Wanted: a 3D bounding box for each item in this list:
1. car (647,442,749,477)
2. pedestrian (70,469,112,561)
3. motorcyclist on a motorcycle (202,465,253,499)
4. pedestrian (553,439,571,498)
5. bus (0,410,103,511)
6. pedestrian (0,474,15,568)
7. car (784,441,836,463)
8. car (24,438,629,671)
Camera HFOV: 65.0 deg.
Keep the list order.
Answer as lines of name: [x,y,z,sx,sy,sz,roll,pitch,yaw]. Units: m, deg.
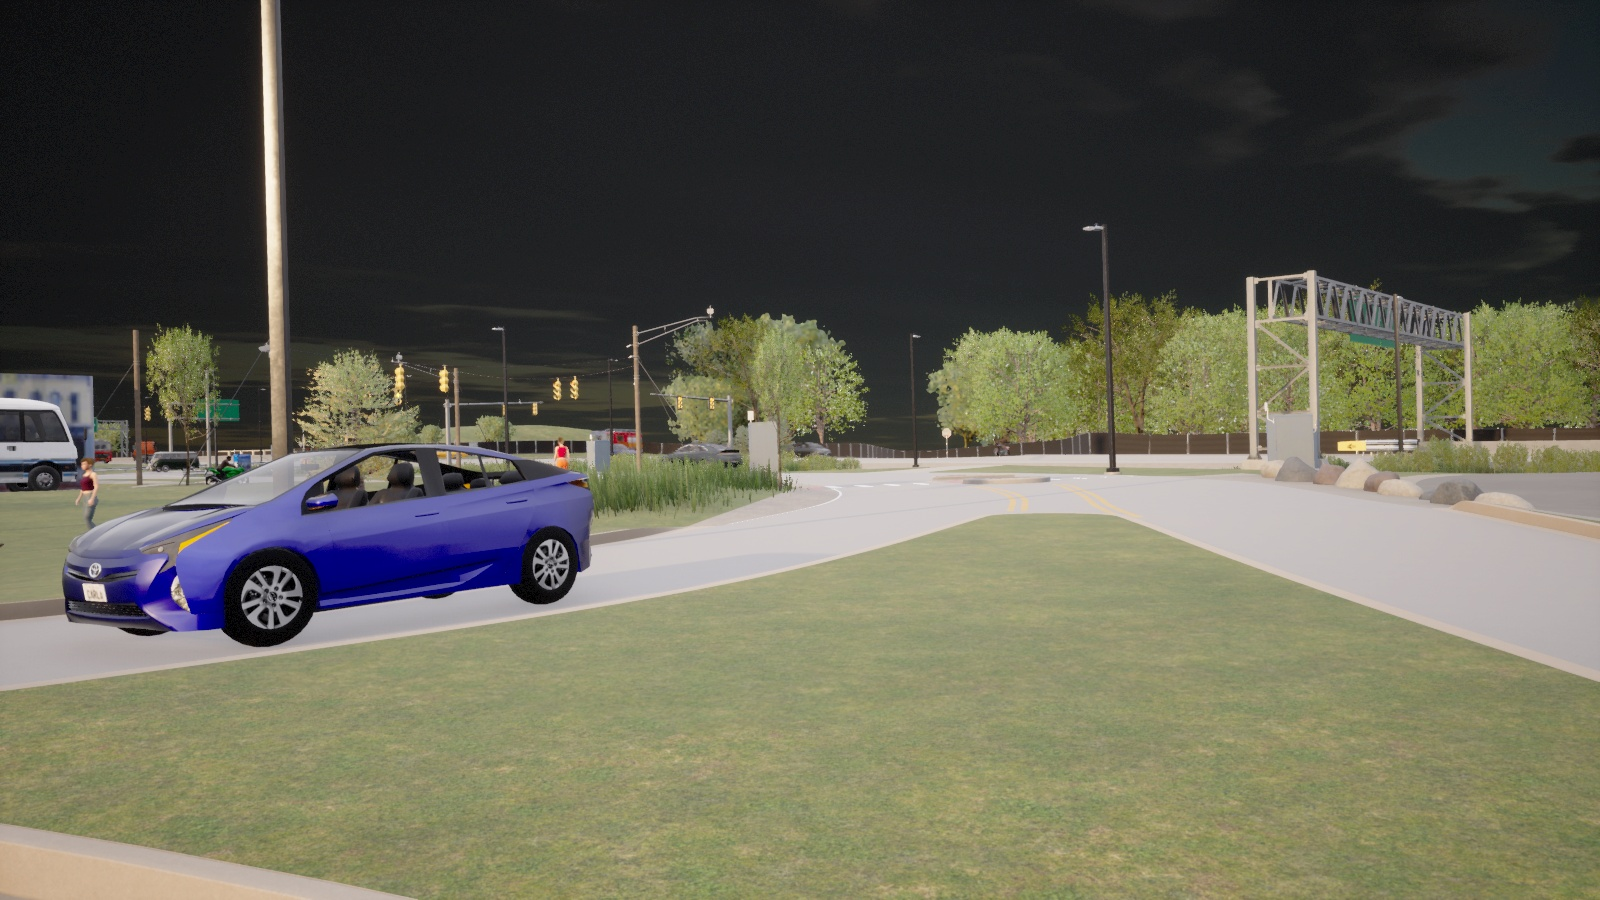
car: [-4.999,0.478,61.118,4.902,1.511,2.128,-2,0,43]
pedestrian: [-14.521,1.322,25.715,0.345,1.836,0.594,-4,-1,39]
motorcyclist on a motorcycle: [-27.928,1.544,61.276,2.044,1.523,0.797,-4,0,-36]
pedestrian: [-7.568,0.600,39.878,0.345,1.836,0.594,-3,-1,-25]
bus: [-35.870,0.542,53.156,3.944,4.253,10.273,-4,-1,41]
pedestrian: [-16.333,1.425,24.923,0.874,1.855,0.900,-3,-1,31]
car: [0.747,0.157,97.586,3.705,1.549,1.789,-2,0,41]
car: [-3.809,0.737,10.917,2.007,1.525,4.514,-3,-1,35]
